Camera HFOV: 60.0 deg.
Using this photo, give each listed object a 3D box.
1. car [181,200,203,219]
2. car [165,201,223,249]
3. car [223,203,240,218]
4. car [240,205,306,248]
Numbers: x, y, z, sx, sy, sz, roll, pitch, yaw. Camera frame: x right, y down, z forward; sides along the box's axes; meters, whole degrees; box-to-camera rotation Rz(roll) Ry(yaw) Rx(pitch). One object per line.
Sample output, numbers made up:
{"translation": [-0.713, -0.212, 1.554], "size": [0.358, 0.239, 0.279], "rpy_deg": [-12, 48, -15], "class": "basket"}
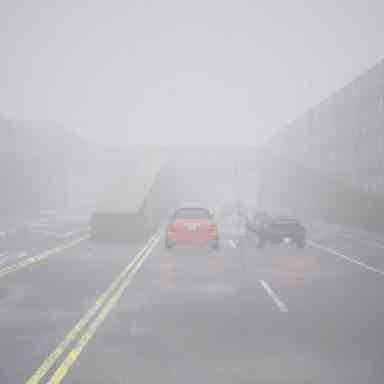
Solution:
{"translation": [0.000, 1.533, 29.650], "size": [1.812, 1.442, 4.674], "rpy_deg": [0, 0, 0], "class": "car"}
{"translation": [0.000, 1.366, 14.620], "size": [2.097, 1.767, 4.553], "rpy_deg": [0, 0, 0], "class": "car"}
{"translation": [3.500, 1.616, 29.680], "size": [1.895, 1.301, 4.718], "rpy_deg": [0, 0, 0], "class": "car"}
{"translation": [3.500, 1.516, 14.650], "size": [1.837, 1.490, 4.892], "rpy_deg": [0, 0, 0], "class": "car"}
